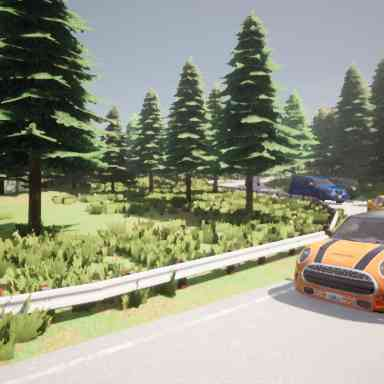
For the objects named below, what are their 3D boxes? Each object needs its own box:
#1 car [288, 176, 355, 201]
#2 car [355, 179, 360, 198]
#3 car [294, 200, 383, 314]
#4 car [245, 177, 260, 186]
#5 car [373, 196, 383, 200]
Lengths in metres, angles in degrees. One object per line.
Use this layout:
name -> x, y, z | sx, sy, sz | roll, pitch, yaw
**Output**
car -> 10.213, -0.214, 27.426 | 2.150, 2.045, 5.566 | 1, 4, -18
car -> 12.851, -0.359, 31.017 | 2.150, 2.045, 5.566 | 2, 3, -22
car -> 4.256, 1.260, 7.482 | 4.553, 1.767, 2.097 | -2, 1, -41
car -> 9.180, -1.973, 50.709 | 2.150, 2.045, 5.566 | 1, 4, 9
car -> 9.960, 0.927, 16.138 | 1.882, 1.535, 5.008 | 0, 4, 15
